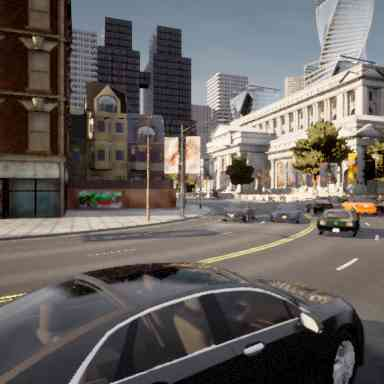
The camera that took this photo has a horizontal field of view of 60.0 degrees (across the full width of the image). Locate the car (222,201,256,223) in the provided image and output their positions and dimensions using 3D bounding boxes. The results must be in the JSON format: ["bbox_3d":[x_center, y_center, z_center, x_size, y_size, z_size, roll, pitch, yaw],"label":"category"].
[{"bbox_3d":[3.693,1.487,25.676,1.837,1.490,4.892,0,0,21],"label":"car"}]

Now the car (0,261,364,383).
[{"bbox_3d":[-0.068,1.504,3.396,4.892,1.490,1.837,-1,1,-39],"label":"car"}]

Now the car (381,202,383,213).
[{"bbox_3d":[19.943,1.497,38.519,2.002,1.452,4.674,0,0,1],"label":"car"}]

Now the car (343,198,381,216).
[{"bbox_3d":[16.316,1.331,32.711,2.097,1.767,4.553,0,0,8],"label":"car"}]

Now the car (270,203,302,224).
[{"bbox_3d":[7.050,1.547,24.670,1.994,1.385,4.181,0,0,21],"label":"car"}]

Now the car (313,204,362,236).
[{"bbox_3d":[8.153,1.590,18.365,1.895,1.301,4.718,0,0,28],"label":"car"}]

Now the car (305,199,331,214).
[{"bbox_3d":[12.965,1.454,34.159,1.882,1.535,5.008,0,0,7],"label":"car"}]
